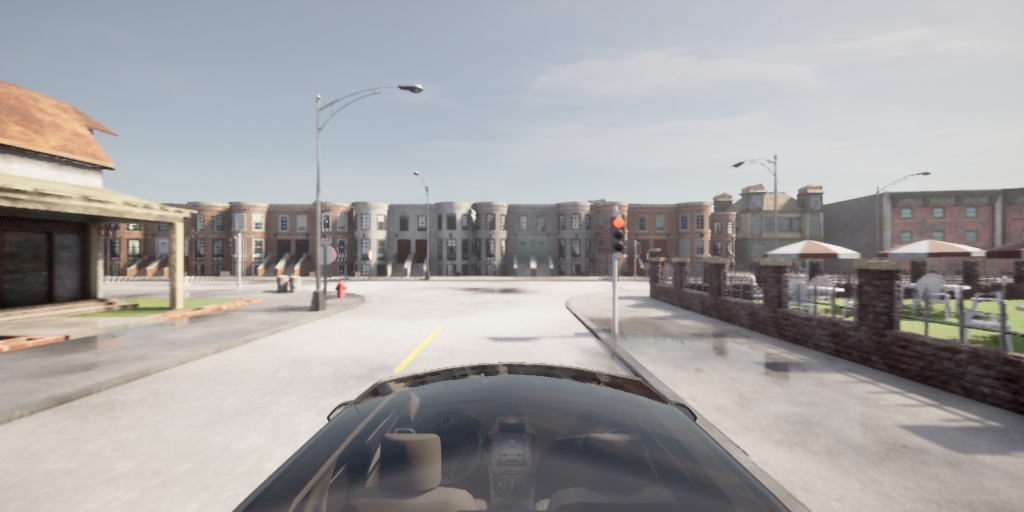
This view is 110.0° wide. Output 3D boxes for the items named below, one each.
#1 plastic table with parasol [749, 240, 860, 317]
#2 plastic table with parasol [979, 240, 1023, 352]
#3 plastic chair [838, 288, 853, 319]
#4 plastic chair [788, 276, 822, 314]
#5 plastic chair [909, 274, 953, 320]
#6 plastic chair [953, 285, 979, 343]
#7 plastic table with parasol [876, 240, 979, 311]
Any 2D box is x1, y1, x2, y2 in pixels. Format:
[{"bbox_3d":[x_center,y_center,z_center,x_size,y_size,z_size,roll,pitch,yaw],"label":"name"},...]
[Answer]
[{"bbox_3d":[9.688,0.720,11.758,2.482,2.480,2.482,0,0,-40],"label":"plastic table with parasol"},{"bbox_3d":[10.685,0.697,6.527,2.482,2.480,2.482,0,0,-40],"label":"plastic table with parasol"},{"bbox_3d":[10.420,1.325,10.759,0.750,1.272,0.730,0,0,-40],"label":"plastic chair"},{"bbox_3d":[8.714,1.326,10.857,0.730,1.272,0.750,0,0,-35],"label":"plastic chair"},{"bbox_3d":[13.204,1.297,11.295,0.730,1.272,0.750,0,0,-35],"label":"plastic chair"},{"bbox_3d":[9.942,1.312,7.559,0.750,1.272,0.730,0,0,-40],"label":"plastic chair"},{"bbox_3d":[14.178,0.684,12.196,2.482,2.480,2.482,0,0,-40],"label":"plastic table with parasol"}]
